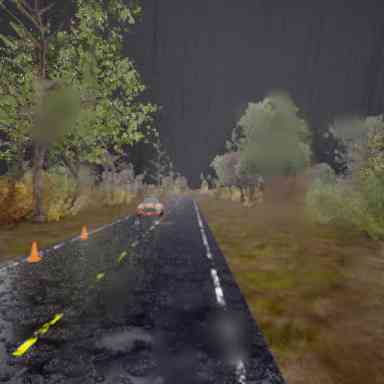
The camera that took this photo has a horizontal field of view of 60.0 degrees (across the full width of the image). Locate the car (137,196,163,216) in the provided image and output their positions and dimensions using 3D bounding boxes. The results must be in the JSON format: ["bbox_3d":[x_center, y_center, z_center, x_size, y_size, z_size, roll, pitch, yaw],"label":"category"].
[{"bbox_3d":[-3.768,1.224,30.252,2.097,1.767,4.553,0,0,-4],"label":"car"}]

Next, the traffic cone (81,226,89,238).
[{"bbox_3d":[-5.105,1.889,15.777,0.340,0.580,0.340,0,0,0],"label":"traffic cone"}]

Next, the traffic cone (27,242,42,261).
[{"bbox_3d":[-5.103,1.910,10.777,0.340,0.580,0.340,0,0,0],"label":"traffic cone"}]
